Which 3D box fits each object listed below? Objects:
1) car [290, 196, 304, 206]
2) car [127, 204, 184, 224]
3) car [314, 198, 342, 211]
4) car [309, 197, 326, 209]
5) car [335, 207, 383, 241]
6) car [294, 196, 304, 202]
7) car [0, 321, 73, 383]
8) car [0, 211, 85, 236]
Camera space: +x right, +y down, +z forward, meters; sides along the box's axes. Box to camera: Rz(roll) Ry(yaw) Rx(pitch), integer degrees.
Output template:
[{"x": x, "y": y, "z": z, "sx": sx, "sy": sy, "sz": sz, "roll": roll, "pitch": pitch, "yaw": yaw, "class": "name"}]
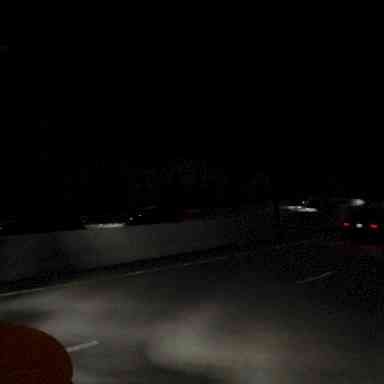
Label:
[{"x": 18.452, "y": 1.813, "z": 58.657, "sx": 1.994, "sy": 1.385, "sz": 4.181, "roll": 0, "pitch": 0, "yaw": 19, "class": "car"}, {"x": -2.628, "y": 1.613, "z": 25.037, "sx": 4.674, "sy": 1.442, "sz": 1.812, "roll": 0, "pitch": 0, "yaw": -45, "class": "car"}, {"x": 14.631, "y": 1.669, "z": 35.144, "sx": 1.994, "sy": 1.385, "sz": 4.181, "roll": 0, "pitch": 0, "yaw": 32, "class": "car"}, {"x": 18.286, "y": 1.703, "z": 48.881, "sx": 1.812, "sy": 1.442, "sz": 4.674, "roll": 0, "pitch": -1, "yaw": 24, "class": "car"}, {"x": 9.338, "y": 1.580, "z": 16.913, "sx": 2.033, "sy": 1.411, "sz": 5.357, "roll": 0, "pitch": 0, "yaw": 44, "class": "car"}, {"x": 28.346, "y": 1.859, "z": 87.905, "sx": 1.882, "sy": 1.535, "sz": 5.008, "roll": -1, "pitch": 0, "yaw": 10, "class": "car"}, {"x": -3.190, "y": 1.488, "z": 1.650, "sx": 5.008, "sy": 1.535, "sz": 1.882, "roll": 0, "pitch": 0, "yaw": -35, "class": "car"}, {"x": -7.416, "y": 1.617, "z": 16.186, "sx": 4.181, "sy": 1.385, "sz": 1.994, "roll": 0, "pitch": 0, "yaw": -39, "class": "car"}]
